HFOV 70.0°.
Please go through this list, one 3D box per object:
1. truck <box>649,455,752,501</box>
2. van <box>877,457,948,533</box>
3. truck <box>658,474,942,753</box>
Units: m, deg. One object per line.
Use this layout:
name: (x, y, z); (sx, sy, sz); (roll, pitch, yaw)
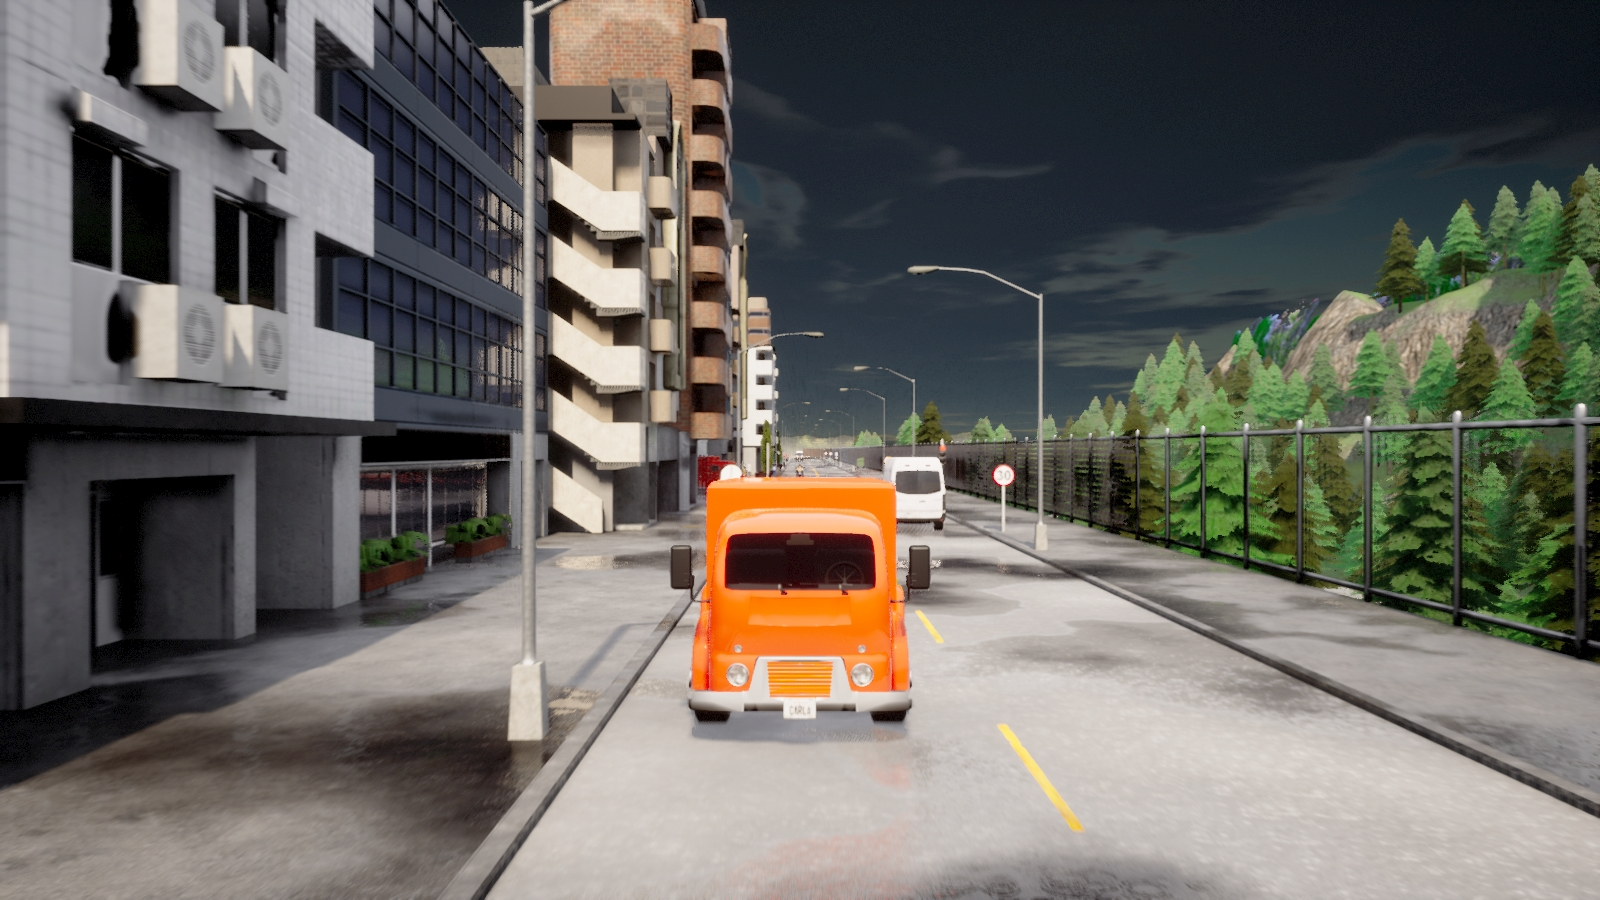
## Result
truck: (-5.616, 1.565, 64.587); (5.204, 2.467, 2.627); (0, -1, 15)
van: (4.003, 1.534, 41.655); (1.988, 2.561, 5.915); (0, 0, 0)
truck: (0.017, 1.568, 13.178); (2.627, 2.467, 5.204); (0, 0, 0)
